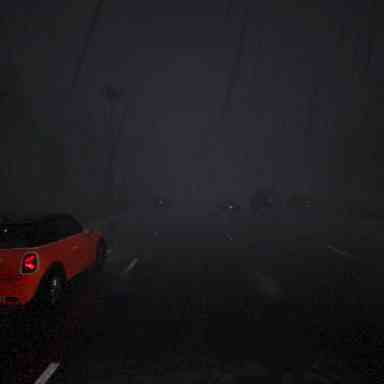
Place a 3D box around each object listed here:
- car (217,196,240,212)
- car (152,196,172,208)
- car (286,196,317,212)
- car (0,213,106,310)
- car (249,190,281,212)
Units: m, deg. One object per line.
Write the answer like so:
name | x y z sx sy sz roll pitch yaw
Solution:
car | 3.595 1.155 32.946 1.812 1.442 4.674 0 1 0
car | -3.507 1.123 39.209 1.994 1.385 4.181 0 1 0
car | 10.594 1.126 32.475 2.128 1.511 4.902 0 1 0
car | -3.540 1.263 7.751 2.097 1.767 4.553 0 1 1
car | 7.095 0.855 32.608 2.150 2.045 5.566 0 1 0
